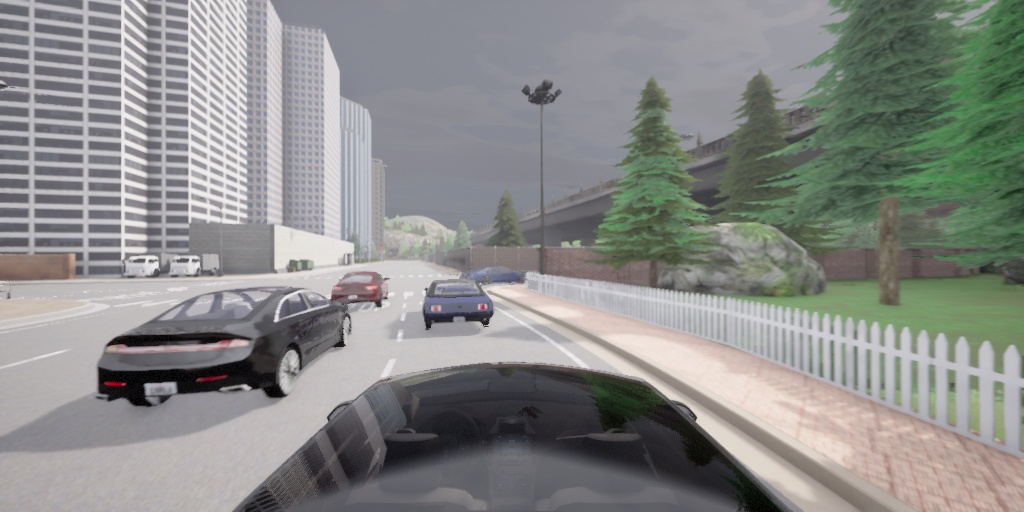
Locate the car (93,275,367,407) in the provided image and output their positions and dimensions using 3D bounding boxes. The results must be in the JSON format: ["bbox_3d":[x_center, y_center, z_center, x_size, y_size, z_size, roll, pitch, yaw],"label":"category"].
[{"bbox_3d":[-4.322,1.279,6.385,2.128,1.511,4.902,0,0,-10],"label":"car"}]

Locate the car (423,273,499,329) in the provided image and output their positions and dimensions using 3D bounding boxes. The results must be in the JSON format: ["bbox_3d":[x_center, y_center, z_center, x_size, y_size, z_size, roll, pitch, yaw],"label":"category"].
[{"bbox_3d":[-1.858,1.393,11.556,1.895,1.301,4.718,0,0,-13],"label":"car"}]

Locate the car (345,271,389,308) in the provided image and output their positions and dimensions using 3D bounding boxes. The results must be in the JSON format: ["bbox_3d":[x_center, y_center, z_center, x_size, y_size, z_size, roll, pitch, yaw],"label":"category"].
[{"bbox_3d":[-6.402,1.354,15.420,1.812,1.442,4.674,0,0,-14],"label":"car"}]

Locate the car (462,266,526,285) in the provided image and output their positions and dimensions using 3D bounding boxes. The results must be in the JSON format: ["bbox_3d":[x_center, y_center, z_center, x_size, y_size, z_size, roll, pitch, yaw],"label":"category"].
[{"bbox_3d":[-1.120,1.420,26.582,5.357,1.411,2.033,1,-1,-33],"label":"car"}]
